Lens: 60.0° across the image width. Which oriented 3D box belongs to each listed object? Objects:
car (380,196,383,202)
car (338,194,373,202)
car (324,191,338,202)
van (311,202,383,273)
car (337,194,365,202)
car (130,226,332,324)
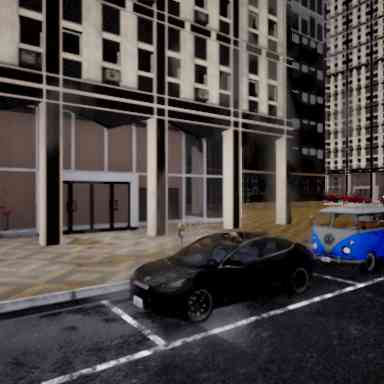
[{"bbox_3d":[28.215,1.073,45.667,1.967,1.590,4.097,1,0,-36],"label":"car"},{"bbox_3d":[24.963,1.108,50.198,1.802,1.307,4.206,1,0,-36],"label":"car"},{"bbox_3d":[21.722,0.734,54.727,2.192,1.841,5.009,1,0,-36],"label":"car"},{"bbox_3d":[5.418,1.340,10.430,3.998,1.788,1.690,0,0,-36],"label":"van"},{"bbox_3d":[28.489,0.989,59.661,1.802,1.307,4.206,1,0,-36],"label":"car"},{"bbox_3d":[0.821,1.565,7.148,4.313,1.339,1.947,0,0,-36],"label":"car"}]
